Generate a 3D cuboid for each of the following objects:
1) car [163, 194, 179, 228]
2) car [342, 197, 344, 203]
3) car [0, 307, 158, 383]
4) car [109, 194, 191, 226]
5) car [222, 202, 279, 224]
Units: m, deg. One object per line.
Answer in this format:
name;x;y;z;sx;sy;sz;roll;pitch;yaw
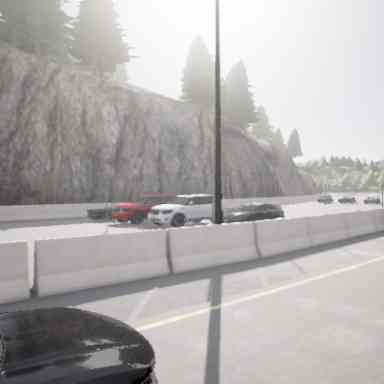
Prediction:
car;-0.149;1.161;21.804;5.566;2.045;2.150;0;0;-40
car;25.318;1.287;54.062;1.895;1.301;4.718;0;0;37
car;-2.571;1.489;1.988;5.008;1.535;1.882;-1;0;-35
car;-2.931;1.173;24.028;5.566;2.045;2.150;0;0;-40
car;3.782;1.423;20.580;4.892;1.490;1.837;-1;0;-41
